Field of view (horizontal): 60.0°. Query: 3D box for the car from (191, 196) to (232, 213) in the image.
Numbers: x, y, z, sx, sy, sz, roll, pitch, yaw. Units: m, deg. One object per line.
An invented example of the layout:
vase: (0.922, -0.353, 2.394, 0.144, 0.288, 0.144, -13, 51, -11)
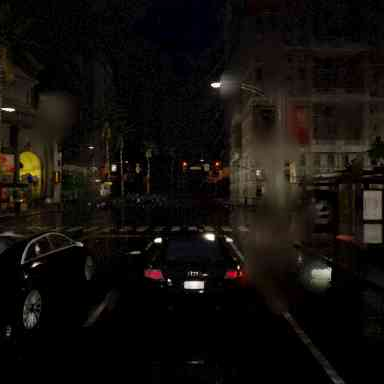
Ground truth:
car: (2.120, 1.526, 36.561, 4.674, 1.442, 1.812, 0, 1, 29)

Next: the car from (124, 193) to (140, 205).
car: (-10.728, 1.221, 60.468, 2.150, 2.045, 5.566, 0, 0, 0)

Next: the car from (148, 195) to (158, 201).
car: (-10.279, 1.524, 88.007, 1.812, 1.442, 4.674, 0, 0, 6)

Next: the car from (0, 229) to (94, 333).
car: (-3.461, 1.492, 6.772, 2.128, 1.511, 4.902, 0, 0, 0)

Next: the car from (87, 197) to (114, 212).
car: (-10.705, 1.352, 39.047, 2.097, 1.767, 4.553, 0, 0, 0)

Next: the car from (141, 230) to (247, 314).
car: (0.043, 1.564, 7.710, 1.994, 1.385, 4.181, 0, 0, 0)

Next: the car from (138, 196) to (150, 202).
car: (-10.700, 1.540, 74.880, 2.033, 1.411, 5.357, 0, 0, 0)

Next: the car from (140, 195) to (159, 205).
car: (-7.239, 1.477, 57.348, 1.882, 1.535, 5.008, 0, 0, 0)

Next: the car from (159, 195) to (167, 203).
car: (-7.193, 1.525, 72.081, 2.128, 1.511, 4.902, 0, 0, 0)

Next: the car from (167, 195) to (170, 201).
car: (-6.859, 1.524, 87.208, 1.812, 1.442, 4.674, 0, 0, 6)
